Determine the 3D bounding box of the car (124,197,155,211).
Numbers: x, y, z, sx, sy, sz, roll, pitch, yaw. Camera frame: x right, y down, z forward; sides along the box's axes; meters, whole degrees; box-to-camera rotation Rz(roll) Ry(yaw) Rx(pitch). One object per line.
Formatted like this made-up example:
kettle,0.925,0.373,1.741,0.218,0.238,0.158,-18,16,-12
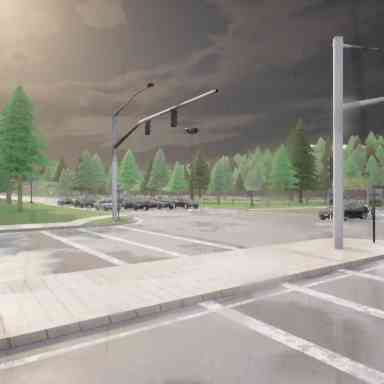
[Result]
car,-7.159,1.547,42.050,2.033,1.411,5.357,0,0,-35

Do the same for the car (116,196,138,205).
car,-12.047,1.547,61.274,2.033,1.411,5.357,0,0,-34

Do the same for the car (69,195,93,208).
car,-15.744,1.547,48.199,2.033,1.411,5.357,0,0,-35

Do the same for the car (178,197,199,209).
car,-0.958,1.505,45.402,1.837,1.490,4.892,0,0,-35

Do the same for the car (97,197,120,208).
car,-12.520,1.526,49.702,1.812,1.442,4.674,0,0,-35

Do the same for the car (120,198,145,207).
car,-9.193,1.601,51.051,1.895,1.301,4.718,0,0,-35

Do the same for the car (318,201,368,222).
car,11.995,1.505,26.330,4.892,1.490,1.837,0,0,-35

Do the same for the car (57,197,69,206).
car,-21.447,1.564,56.376,1.994,1.385,4.181,0,0,-35

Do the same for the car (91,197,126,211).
car,-10.203,1.601,40.296,1.895,1.301,4.718,0,0,-35

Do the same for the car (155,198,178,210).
car,-4.171,1.564,43.887,1.994,1.385,4.181,0,0,-35

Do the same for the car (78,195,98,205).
car,-18.084,1.352,57.671,2.097,1.767,4.553,0,0,-35

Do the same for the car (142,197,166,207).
car,-6.048,1.564,52.676,1.994,1.385,4.181,0,0,-35

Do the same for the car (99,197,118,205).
car,-14.902,1.564,59.237,1.994,1.385,4.181,0,0,-35
